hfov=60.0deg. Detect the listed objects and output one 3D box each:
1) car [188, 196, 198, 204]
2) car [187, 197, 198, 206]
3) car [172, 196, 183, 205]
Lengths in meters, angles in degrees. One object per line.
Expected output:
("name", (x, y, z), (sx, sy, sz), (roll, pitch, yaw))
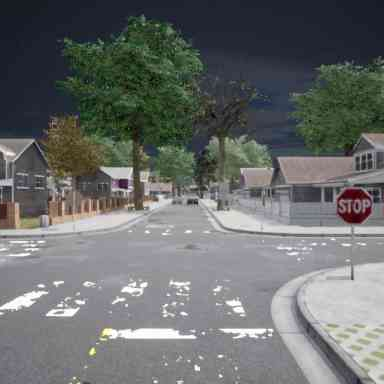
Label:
("car", (0.134, 1.607, 67.321), (1.994, 1.385, 4.181), (0, 0, 0))
("car", (0.113, 1.512, 56.902), (1.882, 1.535, 5.008), (0, 0, 0))
("car", (-2.629, 1.543, 61.078), (1.837, 1.490, 4.892), (0, 0, 0))
